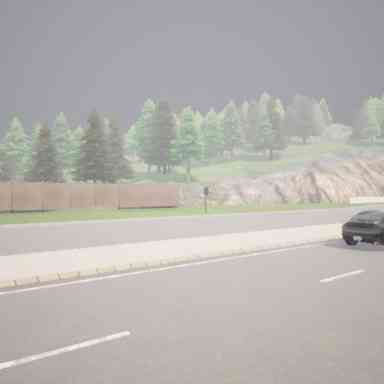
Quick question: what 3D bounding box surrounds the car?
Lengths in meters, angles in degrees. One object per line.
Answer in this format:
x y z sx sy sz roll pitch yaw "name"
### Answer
8.269 1.513 14.066 4.892 1.490 1.837 0 0 -35 "car"
